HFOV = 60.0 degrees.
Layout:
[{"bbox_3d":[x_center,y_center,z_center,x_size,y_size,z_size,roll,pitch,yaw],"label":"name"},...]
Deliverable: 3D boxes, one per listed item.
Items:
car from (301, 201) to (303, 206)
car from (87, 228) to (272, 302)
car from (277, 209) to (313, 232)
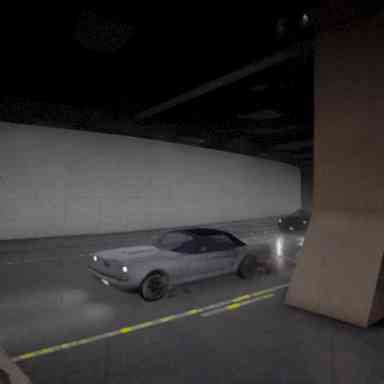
[{"bbox_3d":[19.288,1.929,64.385,2.128,1.511,4.902,1,0,-26],"label":"car"},{"bbox_3d":[-0.131,1.641,8.539,4.718,1.301,1.895,1,0,-39],"label":"car"},{"bbox_3d":[7.008,1.742,20.204,1.895,1.301,4.718,0,0,41],"label":"car"}]
